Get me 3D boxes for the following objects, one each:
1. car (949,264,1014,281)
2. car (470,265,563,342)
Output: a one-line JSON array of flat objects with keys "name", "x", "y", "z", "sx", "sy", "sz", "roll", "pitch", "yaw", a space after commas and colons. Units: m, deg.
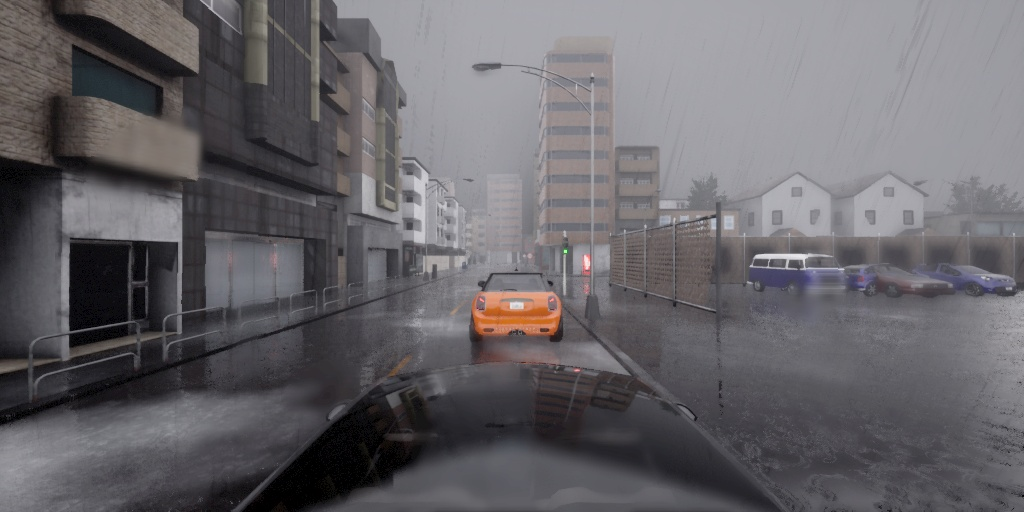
[{"name": "car", "x": 43.134, "y": 1.351, "z": 32.324, "sx": 4.718, "sy": 1.301, "sz": 1.895, "roll": 0, "pitch": 0, "yaw": -2}, {"name": "car", "x": 0.102, "y": 1.102, "z": 9.926, "sx": 2.097, "sy": 1.767, "sz": 4.553, "roll": 0, "pitch": 0, "yaw": 0}]
